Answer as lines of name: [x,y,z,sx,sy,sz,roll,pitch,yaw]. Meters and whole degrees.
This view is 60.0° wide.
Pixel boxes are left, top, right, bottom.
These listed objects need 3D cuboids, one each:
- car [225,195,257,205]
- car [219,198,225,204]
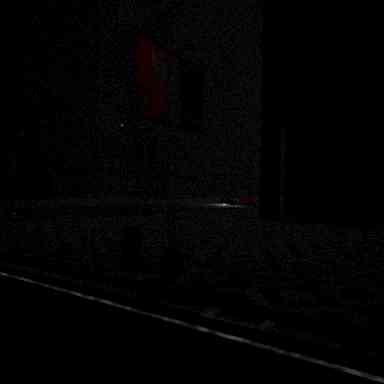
car: [7.800,1.211,50.763,5.008,1.535,1.882,1,0,-42]
car: [6.379,1.260,53.855,4.181,1.385,1.994,0,0,-42]
